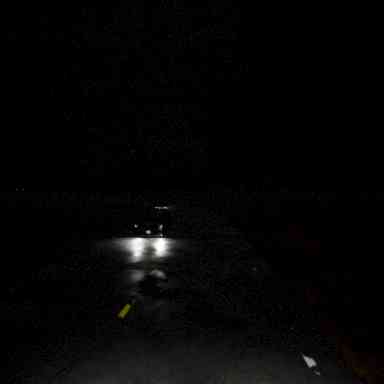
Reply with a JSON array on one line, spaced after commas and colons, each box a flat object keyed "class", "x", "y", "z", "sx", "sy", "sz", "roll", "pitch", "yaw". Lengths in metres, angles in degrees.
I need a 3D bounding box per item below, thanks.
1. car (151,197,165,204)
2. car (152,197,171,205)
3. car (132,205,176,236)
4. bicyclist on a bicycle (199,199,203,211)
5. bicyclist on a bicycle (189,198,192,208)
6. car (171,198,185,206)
[{"class": "car", "x": -7.735, "y": 1.930, "z": 75.664, "sx": 1.812, "sy": 1.442, "sz": 4.674, "roll": 0, "pitch": 0, "yaw": -24}, {"class": "car", "x": -5.654, "y": 1.935, "z": 60.232, "sx": 2.033, "sy": 1.411, "sz": 5.357, "roll": -1, "pitch": 1, "yaw": -14}, {"class": "car", "x": -2.139, "y": 1.712, "z": 19.904, "sx": 2.033, "sy": 1.411, "sz": 5.357, "roll": 0, "pitch": 0, "yaw": 3}, {"class": "bicyclist on a bicycle", "x": 1.186, "y": 1.785, "z": 45.154, "sx": 0.582, "sy": 1.620, "sz": 1.656, "roll": 0, "pitch": 0, "yaw": -7}, {"class": "bicyclist on a bicycle", "x": -0.156, "y": 1.824, "z": 53.443, "sx": 0.582, "sy": 1.620, "sz": 1.656, "roll": 0, "pitch": 0, "yaw": -11}, {"class": "car", "x": -2.764, "y": 1.851, "z": 61.189, "sx": 2.033, "sy": 1.411, "sz": 5.357, "roll": -1, "pitch": 0, "yaw": -17}]
